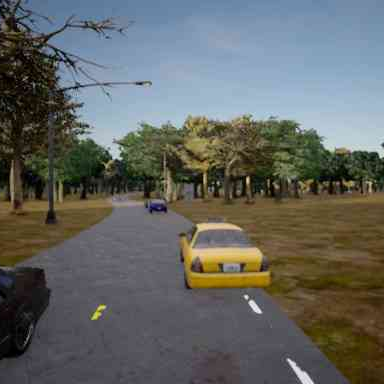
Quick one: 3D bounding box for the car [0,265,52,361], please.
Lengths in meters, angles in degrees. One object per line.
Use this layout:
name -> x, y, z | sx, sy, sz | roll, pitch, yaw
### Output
car -> -3.173, 1.563, 3.301 | 2.033, 1.411, 5.357 | 0, 0, -3

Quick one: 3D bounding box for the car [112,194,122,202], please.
car -> -18.132, 1.361, 79.949 | 2.097, 1.767, 4.553 | 0, 0, -17

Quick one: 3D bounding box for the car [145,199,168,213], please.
car -> -3.914, 1.566, 37.715 | 1.882, 1.535, 5.008 | 0, 0, -11

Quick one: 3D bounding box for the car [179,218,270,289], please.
car -> 0.624, 1.488, 9.197 | 1.801, 1.575, 5.366 | 0, 0, -4
